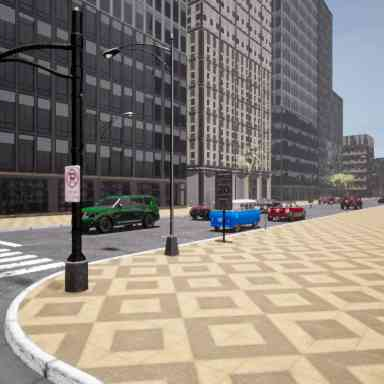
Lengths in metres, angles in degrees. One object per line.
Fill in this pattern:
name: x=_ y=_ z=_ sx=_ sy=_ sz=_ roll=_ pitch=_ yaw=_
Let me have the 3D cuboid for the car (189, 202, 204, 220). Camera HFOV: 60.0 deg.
car: x=1.837 y=1.624 z=28.086 sx=1.895 sy=1.301 sz=4.718 roll=0 pitch=0 yaw=38

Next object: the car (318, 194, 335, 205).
car: x=25.306 y=1.380 z=62.450 sx=2.192 sy=1.841 sz=5.009 roll=0 pitch=0 yaw=38

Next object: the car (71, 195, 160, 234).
car: x=-4.380 y=1.238 z=20.019 sx=2.150 sy=2.045 sz=5.566 roll=0 pitch=0 yaw=39

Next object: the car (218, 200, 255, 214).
car: x=4.876 y=1.571 z=36.049 sx=1.887 sy=1.381 sz=4.507 roll=0 pitch=0 yaw=38

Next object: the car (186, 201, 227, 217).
car: x=1.471 y=1.604 z=31.648 sx=1.802 sy=1.307 sz=4.206 roll=0 pitch=0 yaw=38

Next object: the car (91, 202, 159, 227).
car: x=-4.657 y=1.540 z=23.941 sx=1.752 sy=1.417 sz=4.829 roll=0 pitch=0 yaw=38

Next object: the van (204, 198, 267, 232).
van: x=2.723 y=1.368 z=20.209 sx=1.690 sy=1.788 sz=3.998 roll=0 pitch=0 yaw=38

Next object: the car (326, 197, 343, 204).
car: x=28.711 y=1.624 z=66.849 sx=2.008 sy=1.369 sz=4.403 roll=0 pitch=0 yaw=38

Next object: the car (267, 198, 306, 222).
car: x=7.703 y=1.472 z=26.825 sx=1.967 sy=1.590 sz=4.097 roll=0 pitch=0 yaw=38

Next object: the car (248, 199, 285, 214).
car: x=8.224 y=1.523 z=36.322 sx=2.128 sy=1.511 sz=4.902 roll=0 pitch=0 yaw=38

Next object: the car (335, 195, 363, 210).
car: x=21.323 y=1.368 z=44.426 sx=2.192 sy=1.841 sz=5.009 roll=0 pitch=0 yaw=38

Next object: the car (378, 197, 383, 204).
car: x=38.347 y=1.658 z=66.425 sx=1.947 sy=1.339 sz=4.313 roll=0 pitch=0 yaw=38

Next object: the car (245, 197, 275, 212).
car: x=8.281 y=1.471 z=40.449 sx=1.967 sy=1.590 sz=4.097 roll=0 pitch=0 yaw=38
